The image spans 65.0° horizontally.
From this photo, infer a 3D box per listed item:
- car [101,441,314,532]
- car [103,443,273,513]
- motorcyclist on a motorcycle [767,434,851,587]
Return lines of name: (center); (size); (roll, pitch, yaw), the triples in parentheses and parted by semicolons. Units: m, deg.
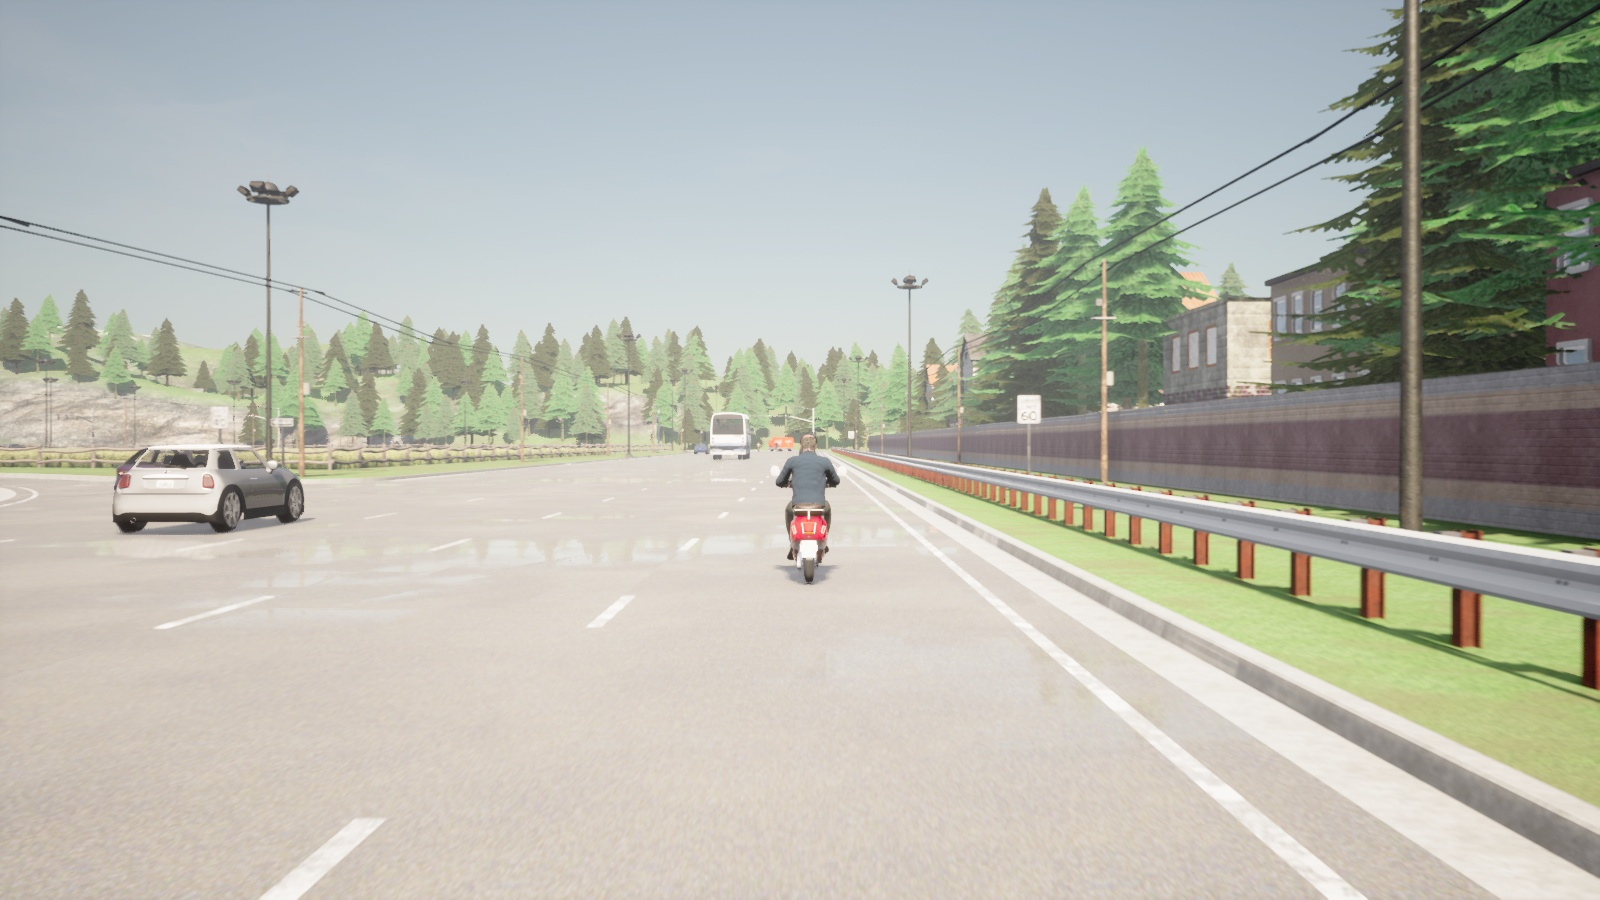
car: (-10.357, 0.575, 22.300); (1.970, 1.475, 3.806); (0, 0, 0)
car: (-13.821, 0.584, 28.664); (1.816, 1.474, 4.193); (0, 0, 0)
motorcyclist on a motorcycle: (0.095, 0.622, 13.915); (0.866, 1.590, 1.817); (0, 0, 0)
